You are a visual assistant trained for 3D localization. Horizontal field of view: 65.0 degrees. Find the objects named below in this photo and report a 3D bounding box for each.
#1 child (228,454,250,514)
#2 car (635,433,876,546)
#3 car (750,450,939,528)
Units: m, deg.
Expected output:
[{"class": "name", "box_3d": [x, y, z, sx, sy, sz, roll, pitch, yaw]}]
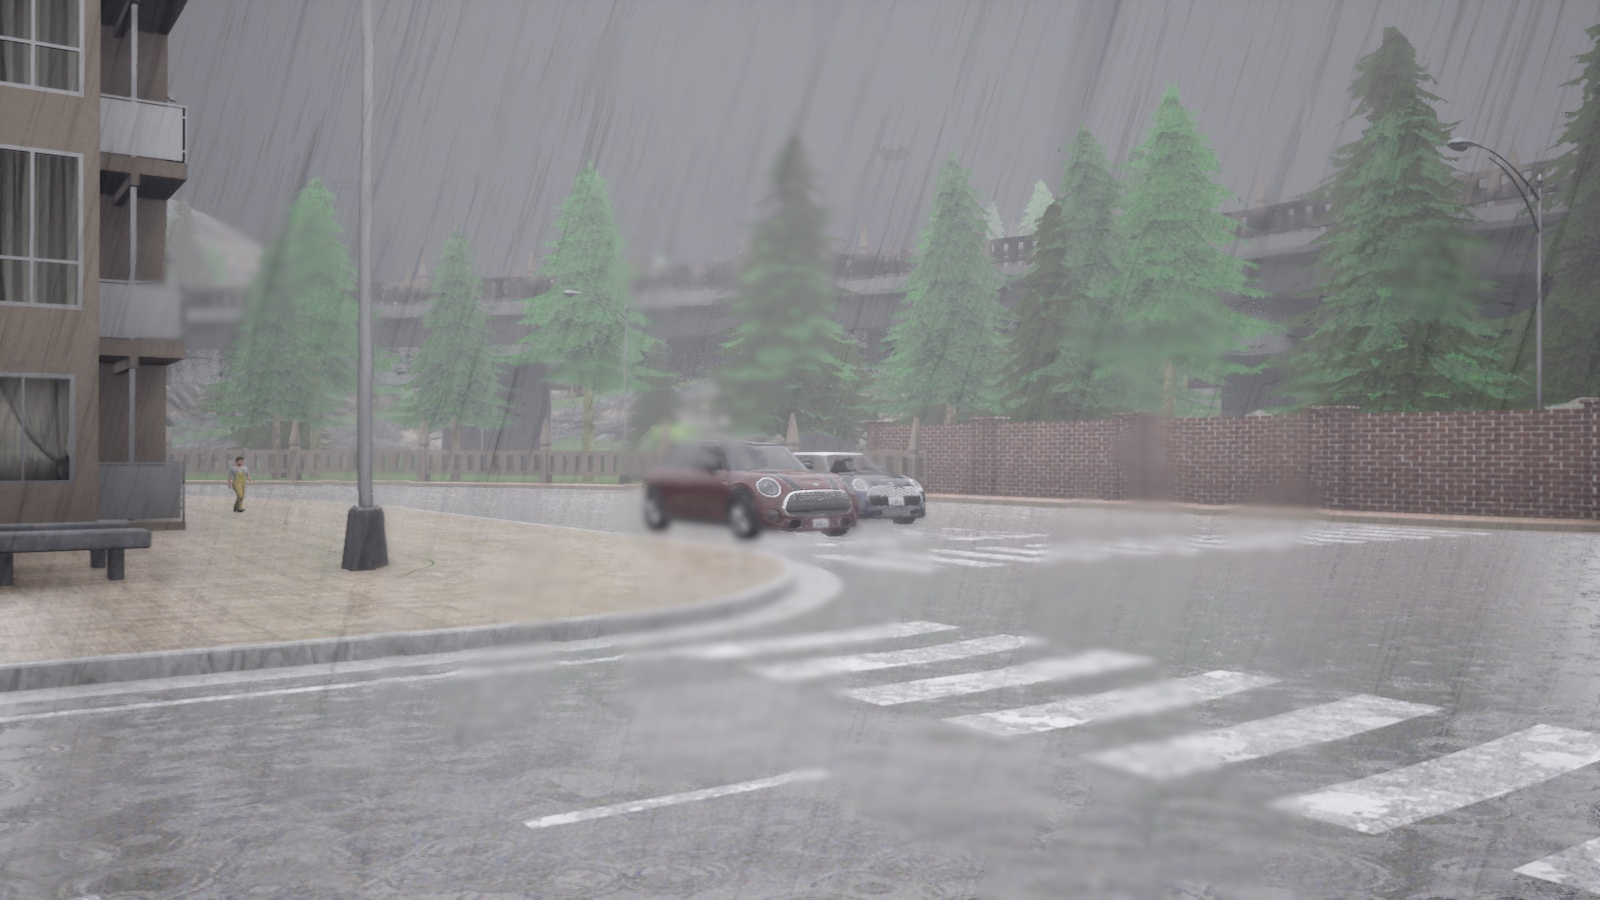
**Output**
[{"class": "child", "box_3d": [-11.981, 0.722, 26.800, 0.437, 1.263, 0.270, 0, 0, 41]}, {"class": "car", "box_3d": [-0.905, 0.621, 22.072, 2.097, 1.767, 4.553, 0, 0, -35]}, {"class": "car", "box_3d": [0.827, 0.739, 25.700, 1.970, 1.475, 3.806, 0, 0, -35]}]
